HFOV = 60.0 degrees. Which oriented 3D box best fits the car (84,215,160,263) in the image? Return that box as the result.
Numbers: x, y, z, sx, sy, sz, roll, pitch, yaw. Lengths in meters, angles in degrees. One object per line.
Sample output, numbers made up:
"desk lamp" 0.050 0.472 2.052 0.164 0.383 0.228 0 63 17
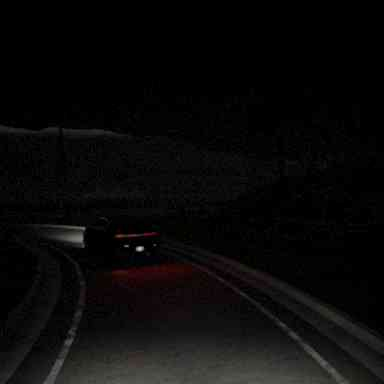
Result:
"car" -2.844 1.624 12.758 2.128 1.511 4.902 0 0 -29
